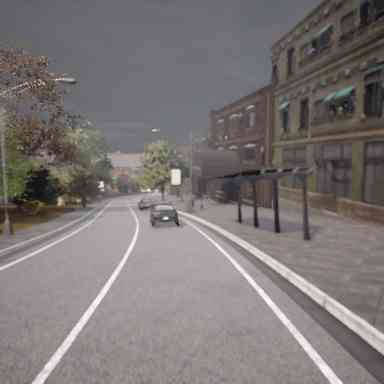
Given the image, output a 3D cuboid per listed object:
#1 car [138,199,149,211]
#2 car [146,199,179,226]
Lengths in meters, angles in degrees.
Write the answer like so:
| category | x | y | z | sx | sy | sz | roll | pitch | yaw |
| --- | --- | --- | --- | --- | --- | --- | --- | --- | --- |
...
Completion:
| category | x | y | z | sx | sy | sz | roll | pitch | yaw |
| --- | --- | --- | --- | --- | --- | --- | --- | --- | --- |
| car | -5.705 | 1.541 | 41.722 | 1.994 | 1.385 | 4.181 | -1 | 0 | -12 |
| car | -2.028 | 1.487 | 23.215 | 1.812 | 1.442 | 4.674 | -1 | 0 | -9 |
